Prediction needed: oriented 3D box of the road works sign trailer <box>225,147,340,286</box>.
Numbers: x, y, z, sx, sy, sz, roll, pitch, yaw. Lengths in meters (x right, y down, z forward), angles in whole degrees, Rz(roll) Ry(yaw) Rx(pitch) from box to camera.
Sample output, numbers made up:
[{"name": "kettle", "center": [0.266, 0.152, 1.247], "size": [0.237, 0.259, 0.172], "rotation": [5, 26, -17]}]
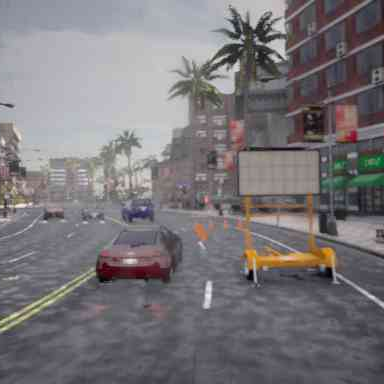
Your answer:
[{"name": "road works sign trailer", "center": [2.464, 0.516, 9.606], "size": [2.380, 3.560, 2.880], "rotation": [-1, -1, -3]}]

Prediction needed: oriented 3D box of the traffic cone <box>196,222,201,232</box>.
[{"name": "traffic cone", "center": [0.502, 2.129, 18.493], "size": [0.340, 0.580, 0.340], "rotation": [-1, -1, -3]}]

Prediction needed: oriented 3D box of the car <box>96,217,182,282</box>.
[{"name": "car", "center": [-1.409, 1.689, 10.165], "size": [1.994, 1.385, 4.181], "rotation": [-1, -1, 3]}]

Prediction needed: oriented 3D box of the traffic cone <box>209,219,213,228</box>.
[{"name": "traffic cone", "center": [1.276, 2.155, 22.543], "size": [0.340, 0.580, 0.340], "rotation": [-1, -1, -3]}]

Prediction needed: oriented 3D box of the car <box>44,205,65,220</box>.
[{"name": "car", "center": [-14.502, 2.075, 35.119], "size": [1.882, 1.535, 5.008], "rotation": [-1, -1, -21]}]

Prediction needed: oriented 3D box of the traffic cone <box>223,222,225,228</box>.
[{"name": "traffic cone", "center": [2.274, 2.138, 22.599], "size": [0.340, 0.580, 0.340], "rotation": [-1, -1, -3]}]

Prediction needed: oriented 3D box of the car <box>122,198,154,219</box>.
[{"name": "car", "center": [-4.993, 1.605, 30.294], "size": [2.150, 2.045, 5.566], "rotation": [-1, -1, -20]}]

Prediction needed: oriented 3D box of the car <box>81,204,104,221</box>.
[{"name": "car", "center": [-9.819, 1.986, 32.784], "size": [2.128, 1.511, 4.902], "rotation": [-1, -1, -22]}]

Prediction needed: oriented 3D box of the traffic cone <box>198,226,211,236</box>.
[{"name": "traffic cone", "center": [0.613, 2.107, 16.496], "size": [0.340, 0.580, 0.340], "rotation": [-1, -1, -3]}]
